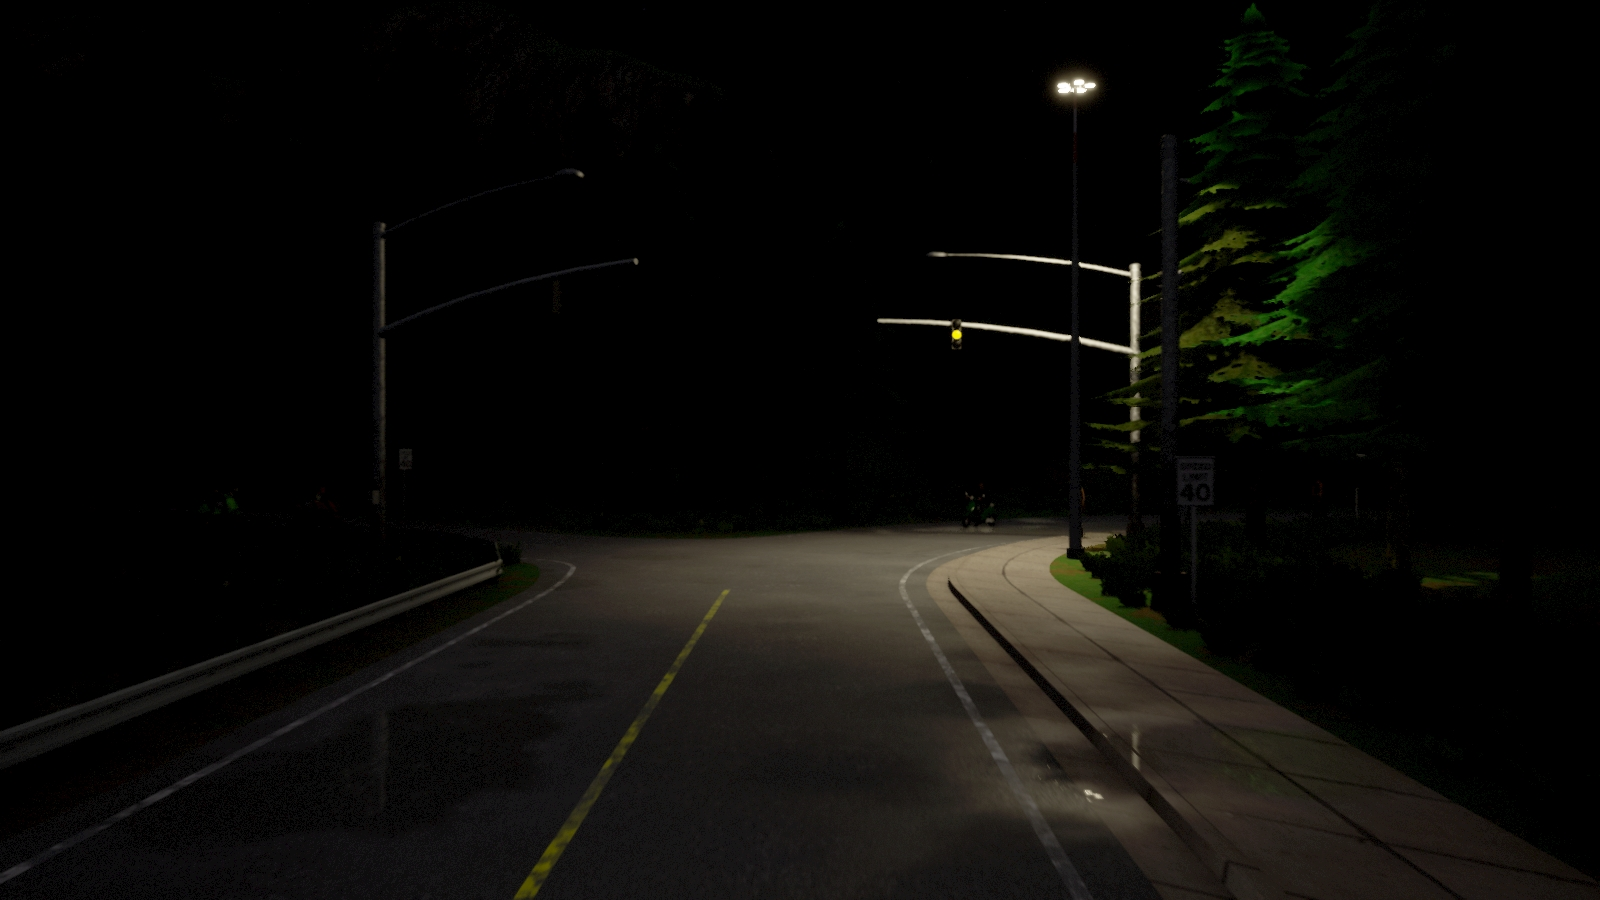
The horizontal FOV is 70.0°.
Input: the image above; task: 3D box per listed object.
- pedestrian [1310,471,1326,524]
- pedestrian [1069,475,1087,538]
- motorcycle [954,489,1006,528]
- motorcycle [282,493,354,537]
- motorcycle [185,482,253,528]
[{"bbox_3d":[18.481,1.679,40.738,0.375,1.860,0.375,0,0,-26],"label":"pedestrian"},{"bbox_3d":[8.298,1.678,34.122,0.375,1.860,0.375,0,0,-41],"label":"pedestrian"},{"bbox_3d":[6.570,2.123,41.780,1.805,1.316,0.856,0,0,-36],"label":"motorcycle"},{"bbox_3d":[-14.768,1.971,35.015,2.033,1.199,0.803,2,1,22],"label":"motorcycle"},{"bbox_3d":[-18.524,1.753,36.428,1.805,1.316,0.856,3,1,17],"label":"motorcycle"}]
